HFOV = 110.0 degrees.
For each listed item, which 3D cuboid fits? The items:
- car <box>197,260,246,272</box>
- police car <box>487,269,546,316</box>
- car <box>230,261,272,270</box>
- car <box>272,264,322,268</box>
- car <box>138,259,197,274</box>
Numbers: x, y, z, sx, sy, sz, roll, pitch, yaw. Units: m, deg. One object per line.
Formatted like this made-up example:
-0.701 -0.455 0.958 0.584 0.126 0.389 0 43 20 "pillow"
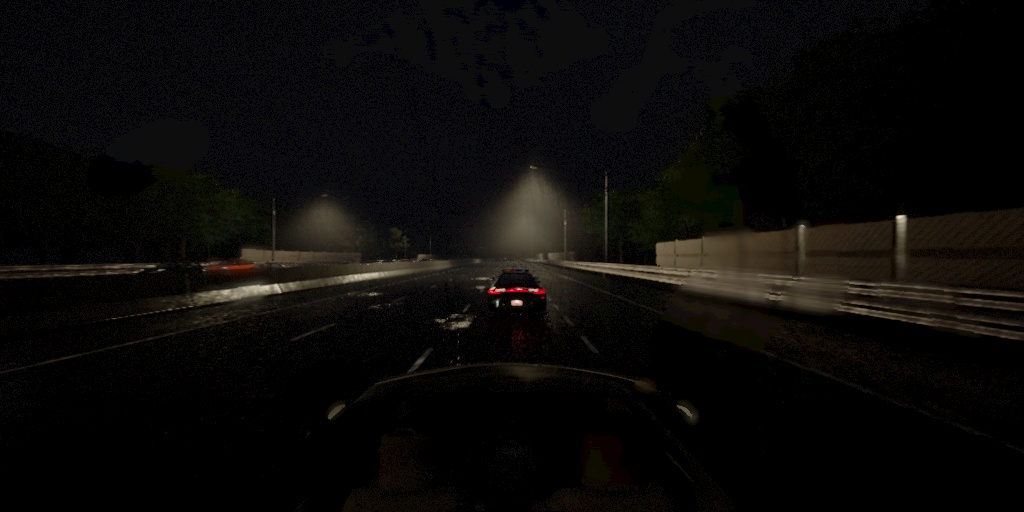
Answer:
-24.582 1.174 31.659 2.097 1.767 4.553 0 0 0 "car"
0.117 1.288 13.517 2.038 1.542 4.974 0 0 -1 "police car"
-21.088 1.367 31.073 2.033 1.411 5.357 0 0 0 "car"
-17.589 1.365 30.827 2.033 1.411 5.357 0 0 0 "car"
-28.085 1.165 29.789 2.097 1.767 4.553 0 0 0 "car"
